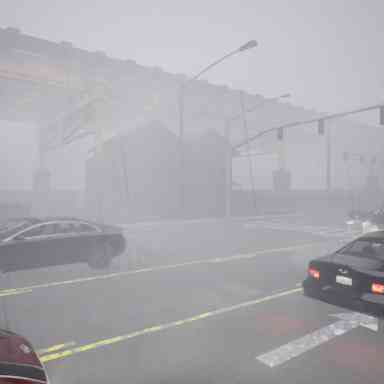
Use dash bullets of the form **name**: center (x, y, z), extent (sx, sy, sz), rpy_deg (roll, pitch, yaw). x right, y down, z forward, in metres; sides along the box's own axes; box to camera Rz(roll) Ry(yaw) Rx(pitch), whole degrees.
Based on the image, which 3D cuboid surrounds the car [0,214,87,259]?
- **car**: center (-6.532, 1.601, 12.231), extent (4.718, 1.301, 1.895), rpy_deg (0, 0, -36)

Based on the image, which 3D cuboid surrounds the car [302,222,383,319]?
- **car**: center (4.631, 1.547, 7.092), extent (5.357, 1.411, 2.033), rpy_deg (0, 0, -35)

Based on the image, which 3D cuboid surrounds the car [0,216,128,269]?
- **car**: center (-4.288, 1.491, 9.533), extent (4.902, 1.511, 2.128), rpy_deg (0, 0, -36)

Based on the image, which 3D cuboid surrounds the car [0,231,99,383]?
- **car**: center (-3.048, 1.352, 1.573), extent (4.553, 1.767, 2.097), rpy_deg (0, 0, -36)

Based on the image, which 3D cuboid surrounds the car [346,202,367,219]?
- **car**: center (15.073, 1.546, 27.654), extent (5.357, 1.411, 2.033), rpy_deg (0, 0, -36)

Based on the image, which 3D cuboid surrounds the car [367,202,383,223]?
- **car**: center (14.452, 1.351, 22.911), extent (4.553, 1.767, 2.097), rpy_deg (0, 0, -36)
